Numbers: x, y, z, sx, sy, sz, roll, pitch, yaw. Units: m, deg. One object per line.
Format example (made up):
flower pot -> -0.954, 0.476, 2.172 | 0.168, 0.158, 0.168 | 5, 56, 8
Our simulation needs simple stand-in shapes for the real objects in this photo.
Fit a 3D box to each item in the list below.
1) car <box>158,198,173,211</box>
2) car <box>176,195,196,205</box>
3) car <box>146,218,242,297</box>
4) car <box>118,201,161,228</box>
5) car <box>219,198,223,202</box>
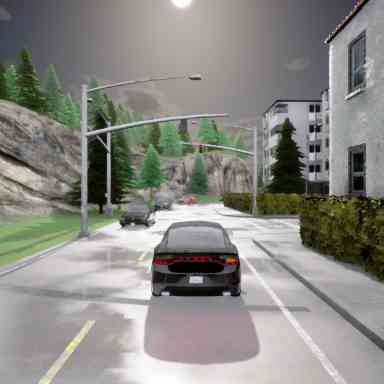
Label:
car -> -3.403, 1.504, 40.275 | 1.837, 1.490, 4.892 | 0, 0, 2
car -> -0.964, 1.353, 57.849 | 2.097, 1.767, 4.553 | 0, 0, 23
car -> 0.097, 1.478, 8.646 | 1.882, 1.535, 5.008 | 0, 0, 0
car -> -3.551, 1.547, 22.620 | 2.033, 1.411, 5.357 | 0, 0, 0
car -> 7.518, 1.529, 70.683 | 1.994, 1.385, 4.181 | 0, 0, 45
